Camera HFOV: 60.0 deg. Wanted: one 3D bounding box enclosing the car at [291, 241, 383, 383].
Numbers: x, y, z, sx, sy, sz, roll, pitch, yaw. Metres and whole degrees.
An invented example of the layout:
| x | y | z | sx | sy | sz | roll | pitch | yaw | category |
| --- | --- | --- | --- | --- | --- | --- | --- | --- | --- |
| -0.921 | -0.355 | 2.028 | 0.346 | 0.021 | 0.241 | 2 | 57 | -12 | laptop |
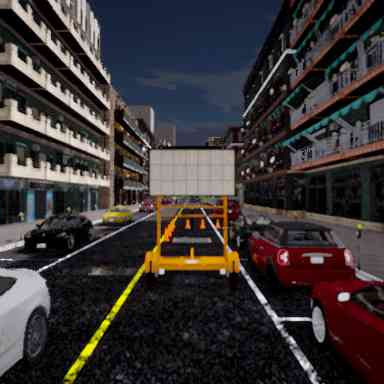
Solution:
| x | y | z | sx | sy | sz | roll | pitch | yaw | category |
| --- | --- | --- | --- | --- | --- | --- | --- | --- | --- |
| 2.696 | 1.569 | 3.470 | 1.887 | 1.381 | 4.507 | 0 | 0 | 0 | car |

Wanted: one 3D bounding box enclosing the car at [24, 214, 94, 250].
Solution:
| x | y | z | sx | sy | sz | roll | pitch | yaw | category |
| --- | --- | --- | --- | --- | --- | --- | --- | --- | --- |
| -5.685 | 1.673 | 14.745 | 1.947 | 1.339 | 4.313 | 0 | 0 | 0 | car |

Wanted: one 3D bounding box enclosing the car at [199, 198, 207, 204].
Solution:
| x | y | z | sx | sy | sz | roll | pitch | yaw | category |
| --- | --- | --- | --- | --- | --- | --- | --- | --- | --- |
| 2.702 | 2.041 | 76.911 | 1.752 | 1.417 | 4.829 | 0 | 0 | 0 | car |

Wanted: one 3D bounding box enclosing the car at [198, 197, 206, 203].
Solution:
| x | y | z | sx | sy | sz | roll | pitch | yaw | category |
| --- | --- | --- | --- | --- | --- | --- | --- | --- | --- |
| 2.702 | 2.133 | 88.014 | 1.887 | 1.381 | 4.507 | 0 | 0 | 0 | car |

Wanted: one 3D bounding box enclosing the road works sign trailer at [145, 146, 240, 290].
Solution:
| x | y | z | sx | sy | sz | roll | pitch | yaw | category |
| --- | --- | --- | --- | --- | --- | --- | --- | --- | --- |
| 0.004 | 0.530 | 9.246 | 2.380 | 3.560 | 2.880 | 0 | 0 | 0 | road works sign trailer |

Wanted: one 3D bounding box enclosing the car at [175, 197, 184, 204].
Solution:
| x | y | z | sx | sy | sz | roll | pitch | yaw | category |
| --- | --- | --- | --- | --- | --- | --- | --- | --- | --- |
| -2.990 | 2.010 | 76.906 | 2.128 | 1.511 | 4.902 | 0 | 0 | 0 | car |

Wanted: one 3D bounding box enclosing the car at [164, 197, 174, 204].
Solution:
| x | y | z | sx | sy | sz | roll | pitch | yaw | category |
| --- | --- | --- | --- | --- | --- | --- | --- | --- | --- |
| -5.678 | 1.996 | 82.382 | 1.967 | 1.590 | 4.097 | 0 | 0 | 0 | car |

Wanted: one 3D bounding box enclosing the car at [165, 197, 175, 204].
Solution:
| x | y | z | sx | sy | sz | roll | pitch | yaw | category |
| --- | --- | --- | --- | --- | --- | --- | --- | --- | --- |
| -5.678 | 1.834 | 76.748 | 2.192 | 1.841 | 5.009 | 0 | 0 | 0 | car |

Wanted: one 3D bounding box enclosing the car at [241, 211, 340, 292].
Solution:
| x | y | z | sx | sy | sz | roll | pitch | yaw | category |
| --- | --- | --- | --- | --- | --- | --- | --- | --- | --- |
| 2.696 | 1.503 | 9.107 | 1.967 | 1.590 | 4.097 | 0 | 0 | 0 | car |

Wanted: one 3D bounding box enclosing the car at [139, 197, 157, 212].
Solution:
| x | y | z | sx | sy | sz | roll | pitch | yaw | category |
| --- | --- | --- | --- | --- | --- | --- | --- | --- | --- |
| -5.682 | 1.737 | 42.929 | 1.967 | 1.590 | 4.097 | 0 | 0 | 0 | car |

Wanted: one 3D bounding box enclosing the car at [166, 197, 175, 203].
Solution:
| x | y | z | sx | sy | sz | roll | pitch | yaw | category |
| --- | --- | --- | --- | --- | --- | --- | --- | --- | --- |
| -5.678 | 2.137 | 88.019 | 1.887 | 1.381 | 4.507 | 0 | 0 | 0 | car |

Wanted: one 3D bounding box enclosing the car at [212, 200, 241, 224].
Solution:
| x | y | z | sx | sy | sz | roll | pitch | yaw | category |
| --- | --- | --- | --- | --- | --- | --- | --- | --- | --- |
| 2.699 | 1.494 | 26.016 | 2.192 | 1.841 | 5.009 | 0 | 0 | 0 | car |

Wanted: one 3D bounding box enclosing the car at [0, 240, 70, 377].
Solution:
| x | y | z | sx | sy | sz | roll | pitch | yaw | category |
| --- | --- | --- | --- | --- | --- | --- | --- | --- | --- |
| -2.996 | 1.551 | 3.222 | 1.812 | 1.442 | 4.674 | 0 | 0 | 0 | car |

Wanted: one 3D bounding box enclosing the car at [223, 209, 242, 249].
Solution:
| x | y | z | sx | sy | sz | roll | pitch | yaw | category |
| --- | --- | --- | --- | --- | --- | --- | --- | --- | --- |
| 2.697 | 1.653 | 14.742 | 2.008 | 1.369 | 4.403 | 0 | 0 | 0 | car |

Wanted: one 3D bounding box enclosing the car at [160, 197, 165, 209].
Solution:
| x | y | z | sx | sy | sz | roll | pitch | yaw | category |
| --- | --- | --- | --- | --- | --- | --- | --- | --- | --- |
| -5.681 | 1.649 | 48.566 | 2.192 | 1.841 | 5.009 | 0 | 0 | 0 | car |

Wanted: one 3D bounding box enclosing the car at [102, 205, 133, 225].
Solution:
| x | y | z | sx | sy | sz | roll | pitch | yaw | category |
| --- | --- | --- | --- | --- | --- | --- | --- | --- | --- |
| -5.683 | 1.708 | 25.849 | 1.752 | 1.417 | 4.829 | 0 | 0 | 0 | car |
